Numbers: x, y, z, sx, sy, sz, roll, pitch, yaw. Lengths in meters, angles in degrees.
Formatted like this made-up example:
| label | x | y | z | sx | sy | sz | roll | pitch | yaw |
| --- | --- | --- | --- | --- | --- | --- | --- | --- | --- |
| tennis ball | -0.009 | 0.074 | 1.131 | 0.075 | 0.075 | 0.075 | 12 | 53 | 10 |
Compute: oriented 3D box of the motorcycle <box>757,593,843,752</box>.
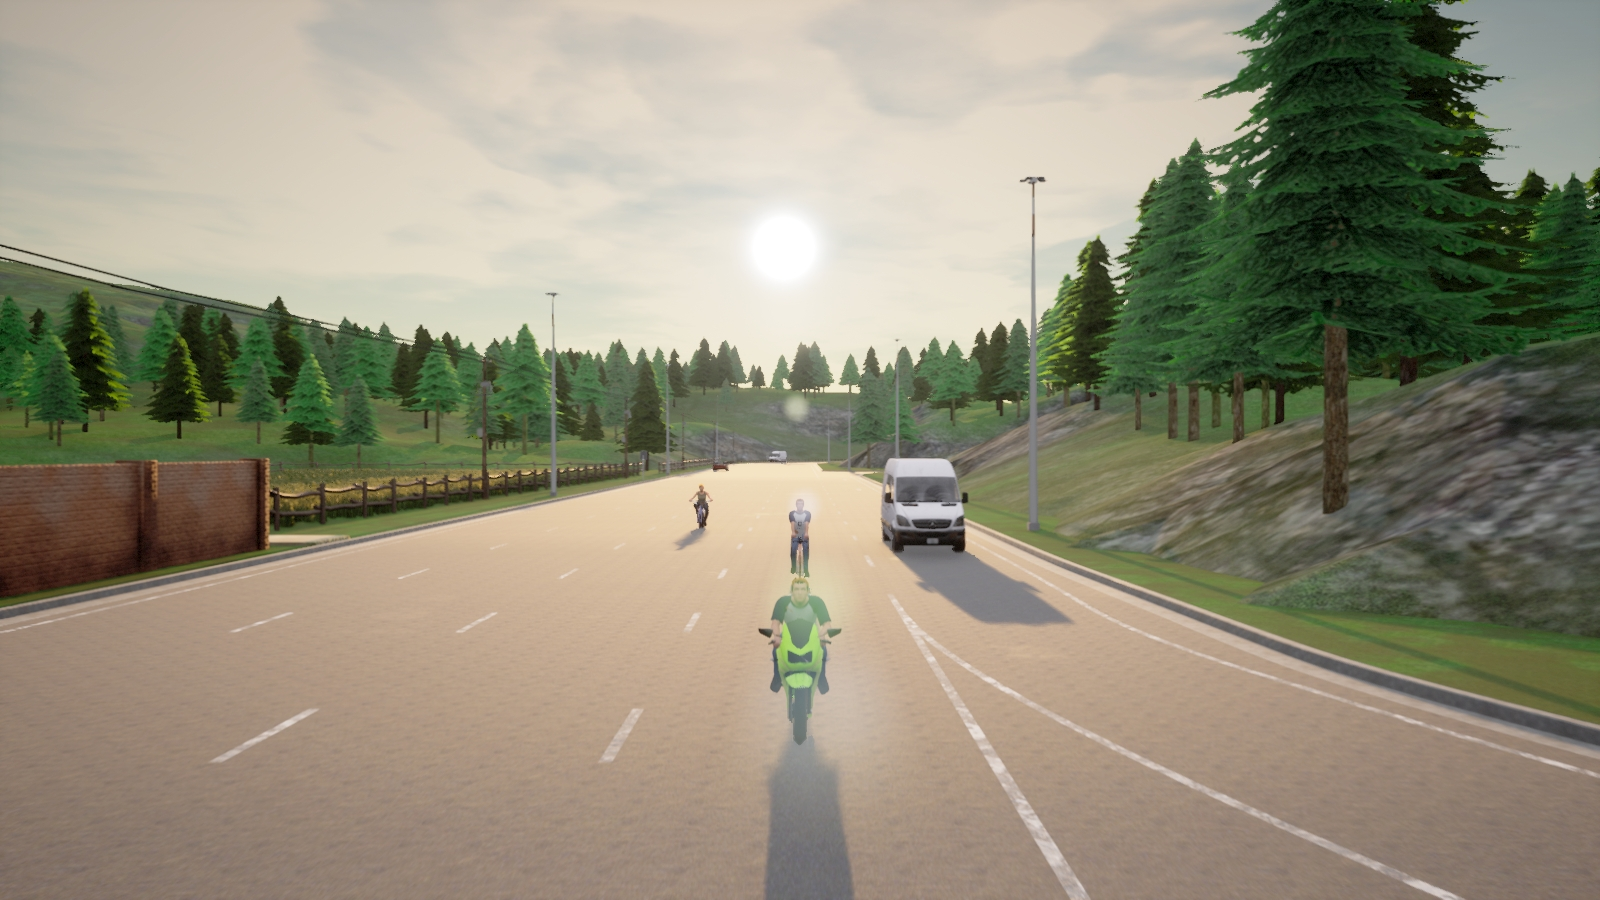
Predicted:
| label | x | y | z | sx | sy | sz | roll | pitch | yaw |
| --- | --- | --- | --- | --- | --- | --- | --- | --- | --- |
| motorcycle | 0.000 | 2.185 | 11.581 | 0.803 | 1.199 | 2.033 | 0 | 0 | 0 |

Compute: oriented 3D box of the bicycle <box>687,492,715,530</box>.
| label | x | y | z | sx | sy | sz | roll | pitch | yaw |
| --- | --- | --- | --- | --- | --- | --- | --- | --- | --- |
| bicycle | -3.500 | 2.158 | 40.510 | 0.859 | 1.277 | 1.487 | 0 | 0 | 0 |

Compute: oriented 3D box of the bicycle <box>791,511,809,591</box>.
| label | x | y | z | sx | sy | sz | roll | pitch | yaw |
| --- | --- | --- | --- | --- | --- | --- | --- | --- | --- |
| bicycle | 0.000 | 2.056 | 23.537 | 0.373 | 1.496 | 1.643 | 0 | 0 | 0 |

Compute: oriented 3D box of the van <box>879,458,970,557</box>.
| label | x | y | z | sx | sy | sz | roll | pitch | yaw |
| --- | --- | --- | --- | --- | --- | --- | --- | --- | --- |
| van | 3.496 | 1.534 | 33.074 | 1.988 | 2.561 | 5.915 | 0 | 0 | 0 |
